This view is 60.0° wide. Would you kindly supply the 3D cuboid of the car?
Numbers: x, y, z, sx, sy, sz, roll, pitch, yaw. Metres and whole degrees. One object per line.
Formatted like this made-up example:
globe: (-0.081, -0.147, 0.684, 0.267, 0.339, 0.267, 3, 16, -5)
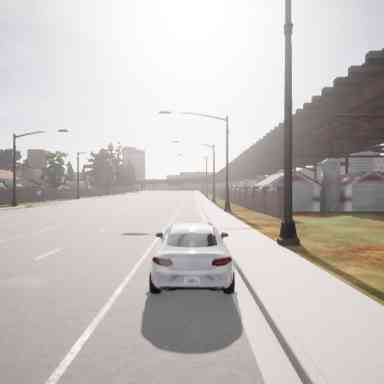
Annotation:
car: (0.003, 1.516, 8.650, 1.812, 1.442, 4.674, 0, 0, 0)
